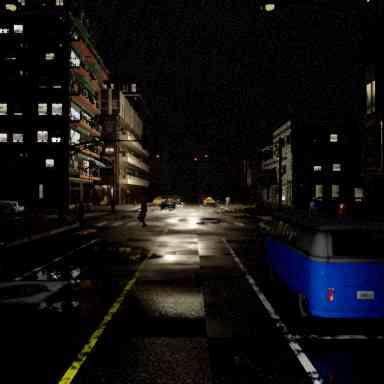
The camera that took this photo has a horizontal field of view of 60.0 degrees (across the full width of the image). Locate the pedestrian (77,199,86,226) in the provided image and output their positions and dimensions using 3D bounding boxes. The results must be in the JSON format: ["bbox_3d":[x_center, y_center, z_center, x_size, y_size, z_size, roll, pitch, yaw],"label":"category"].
[{"bbox_3d":[-7.229,1.302,21.687,0.375,1.860,0.375,0,0,0],"label":"pedestrian"}]

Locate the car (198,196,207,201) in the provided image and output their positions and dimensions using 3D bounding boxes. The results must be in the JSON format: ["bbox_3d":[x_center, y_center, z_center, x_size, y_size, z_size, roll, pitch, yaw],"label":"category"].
[{"bbox_3d":[2.675,1.641,84.973,2.008,1.369,4.403,0,0,0],"label":"car"}]

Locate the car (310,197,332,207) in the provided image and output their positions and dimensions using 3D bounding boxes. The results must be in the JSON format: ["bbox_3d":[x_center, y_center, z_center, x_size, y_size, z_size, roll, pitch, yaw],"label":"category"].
[{"bbox_3d":[14.903,1.549,33.634,5.008,1.535,1.882,0,0,0],"label":"car"}]

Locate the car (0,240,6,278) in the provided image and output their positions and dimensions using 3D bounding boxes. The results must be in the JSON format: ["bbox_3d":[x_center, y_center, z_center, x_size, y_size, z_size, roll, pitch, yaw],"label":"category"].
[{"bbox_3d":[-5.689,1.567,6.975,1.947,1.339,4.313,0,0,0],"label":"car"}]

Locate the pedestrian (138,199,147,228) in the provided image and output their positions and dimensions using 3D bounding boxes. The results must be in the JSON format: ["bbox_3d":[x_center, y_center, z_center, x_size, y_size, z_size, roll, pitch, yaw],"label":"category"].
[{"bbox_3d":[-3.049,1.300,21.046,0.375,1.860,0.375,0,0,0],"label":"pedestrian"}]

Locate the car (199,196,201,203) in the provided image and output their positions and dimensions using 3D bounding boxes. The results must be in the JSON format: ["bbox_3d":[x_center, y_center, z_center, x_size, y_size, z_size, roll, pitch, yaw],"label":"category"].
[{"bbox_3d":[2.679,1.632,62.817,1.802,1.307,4.206,0,0,0],"label":"car"}]

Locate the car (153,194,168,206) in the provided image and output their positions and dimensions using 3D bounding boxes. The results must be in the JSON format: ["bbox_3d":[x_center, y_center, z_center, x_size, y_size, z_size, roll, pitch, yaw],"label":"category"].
[{"bbox_3d":[-5.700,1.568,57.105,1.752,1.417,4.829,0,0,0],"label":"car"}]

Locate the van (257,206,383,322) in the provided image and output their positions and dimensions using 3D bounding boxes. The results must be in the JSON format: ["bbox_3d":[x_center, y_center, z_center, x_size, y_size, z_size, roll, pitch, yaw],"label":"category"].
[{"bbox_3d":[2.659,1.342,6.951,1.690,1.788,3.998,0,0,0],"label":"van"}]

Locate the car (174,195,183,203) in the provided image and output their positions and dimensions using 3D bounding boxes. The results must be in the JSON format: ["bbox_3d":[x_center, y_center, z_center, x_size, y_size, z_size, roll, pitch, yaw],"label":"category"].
[{"bbox_3d":[-3.016,1.547,74.582,1.882,1.535,5.008,0,0,0],"label":"car"}]

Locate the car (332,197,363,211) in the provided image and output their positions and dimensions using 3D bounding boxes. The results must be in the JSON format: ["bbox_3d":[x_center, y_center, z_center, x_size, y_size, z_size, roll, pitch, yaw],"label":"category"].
[{"bbox_3d":[14.917,1.358,27.846,5.009,1.841,2.192,0,0,0],"label":"car"}]

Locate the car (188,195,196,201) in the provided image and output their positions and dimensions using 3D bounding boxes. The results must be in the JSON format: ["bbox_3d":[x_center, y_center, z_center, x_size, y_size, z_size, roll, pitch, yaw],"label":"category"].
[{"bbox_3d":[-0.018,1.465,88.547,1.882,1.535,5.008,0,0,0],"label":"car"}]

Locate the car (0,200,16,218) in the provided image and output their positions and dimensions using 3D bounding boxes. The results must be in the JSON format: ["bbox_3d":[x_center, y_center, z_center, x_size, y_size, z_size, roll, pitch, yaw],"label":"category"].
[{"bbox_3d":[-17.472,1.534,27.759,4.206,1.307,1.802,0,0,0],"label":"car"}]

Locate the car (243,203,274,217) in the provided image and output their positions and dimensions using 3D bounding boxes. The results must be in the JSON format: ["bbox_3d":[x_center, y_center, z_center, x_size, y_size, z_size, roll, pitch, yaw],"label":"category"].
[{"bbox_3d":[7.115,1.633,30.567,4.718,1.301,1.895,0,0,10],"label":"car"}]

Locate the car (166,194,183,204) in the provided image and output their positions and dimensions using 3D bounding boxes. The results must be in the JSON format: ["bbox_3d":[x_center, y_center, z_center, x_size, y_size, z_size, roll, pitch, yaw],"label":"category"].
[{"bbox_3d":[-3.084,1.398,60.415,2.097,1.767,4.553,0,0,0],"label":"car"}]

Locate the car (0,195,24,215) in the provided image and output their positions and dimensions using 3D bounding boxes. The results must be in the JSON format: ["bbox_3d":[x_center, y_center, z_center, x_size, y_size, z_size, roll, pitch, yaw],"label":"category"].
[{"bbox_3d":[-18.386,1.184,30.345,5.566,2.045,2.150,0,0,0],"label":"car"}]

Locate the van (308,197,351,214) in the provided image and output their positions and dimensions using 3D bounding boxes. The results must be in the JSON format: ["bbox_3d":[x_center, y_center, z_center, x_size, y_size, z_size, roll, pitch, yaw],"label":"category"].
[{"bbox_3d":[14.892,1.425,36.225,3.998,1.788,1.690,0,0,0],"label":"van"}]

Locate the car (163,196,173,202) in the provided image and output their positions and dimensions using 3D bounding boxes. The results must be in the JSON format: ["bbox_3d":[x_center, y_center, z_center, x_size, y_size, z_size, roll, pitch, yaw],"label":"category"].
[{"bbox_3d":[-5.705,1.630,79.432,2.008,1.369,4.403,0,0,0],"label":"car"}]

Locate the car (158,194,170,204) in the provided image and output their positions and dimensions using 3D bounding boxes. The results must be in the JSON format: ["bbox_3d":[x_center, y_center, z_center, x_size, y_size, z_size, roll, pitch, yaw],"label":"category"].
[{"bbox_3d":[-5.701,1.374,68.354,2.192,1.841,5.009,0,0,0],"label":"car"}]

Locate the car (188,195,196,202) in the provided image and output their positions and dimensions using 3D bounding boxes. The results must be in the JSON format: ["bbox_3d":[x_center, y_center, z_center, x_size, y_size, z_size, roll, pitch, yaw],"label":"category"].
[{"bbox_3d":[-0.016,1.616,78.127,2.033,1.411,5.357,0,0,0],"label":"car"}]

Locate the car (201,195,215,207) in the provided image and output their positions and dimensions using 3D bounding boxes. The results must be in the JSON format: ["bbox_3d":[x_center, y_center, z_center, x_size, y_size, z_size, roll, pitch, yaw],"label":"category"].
[{"bbox_3d":[2.682,1.561,51.908,1.752,1.417,4.829,0,0,0],"label":"car"}]

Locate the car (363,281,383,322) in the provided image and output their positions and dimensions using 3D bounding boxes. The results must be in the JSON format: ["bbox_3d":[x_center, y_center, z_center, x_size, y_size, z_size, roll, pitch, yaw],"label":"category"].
[{"bbox_3d":[2.660,1.582,1.262,1.802,1.307,4.206,0,0,0],"label":"car"}]

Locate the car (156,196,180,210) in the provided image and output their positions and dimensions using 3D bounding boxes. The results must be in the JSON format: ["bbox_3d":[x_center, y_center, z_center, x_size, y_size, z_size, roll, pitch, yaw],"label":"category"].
[{"bbox_3d":[-3.127,1.574,44.336,2.033,1.411,5.357,0,0,1],"label":"car"}]
